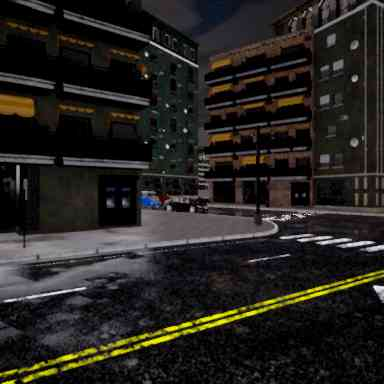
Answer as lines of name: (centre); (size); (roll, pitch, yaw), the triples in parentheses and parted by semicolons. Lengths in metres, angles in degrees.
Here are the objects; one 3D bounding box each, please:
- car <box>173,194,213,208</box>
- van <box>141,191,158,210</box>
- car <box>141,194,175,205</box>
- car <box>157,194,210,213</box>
car: (0.068, 1.035, 39.304); (4.403, 1.369, 2.008); (1, 0, 37)
van: (-4.977, 0.813, 32.618); (3.998, 1.788, 1.690); (1, 0, 37)
car: (-4.355, 0.955, 42.617); (4.206, 1.307, 1.802); (1, 0, 37)
car: (-0.561, 1.133, 29.305); (4.403, 1.369, 2.008); (1, 0, 37)
